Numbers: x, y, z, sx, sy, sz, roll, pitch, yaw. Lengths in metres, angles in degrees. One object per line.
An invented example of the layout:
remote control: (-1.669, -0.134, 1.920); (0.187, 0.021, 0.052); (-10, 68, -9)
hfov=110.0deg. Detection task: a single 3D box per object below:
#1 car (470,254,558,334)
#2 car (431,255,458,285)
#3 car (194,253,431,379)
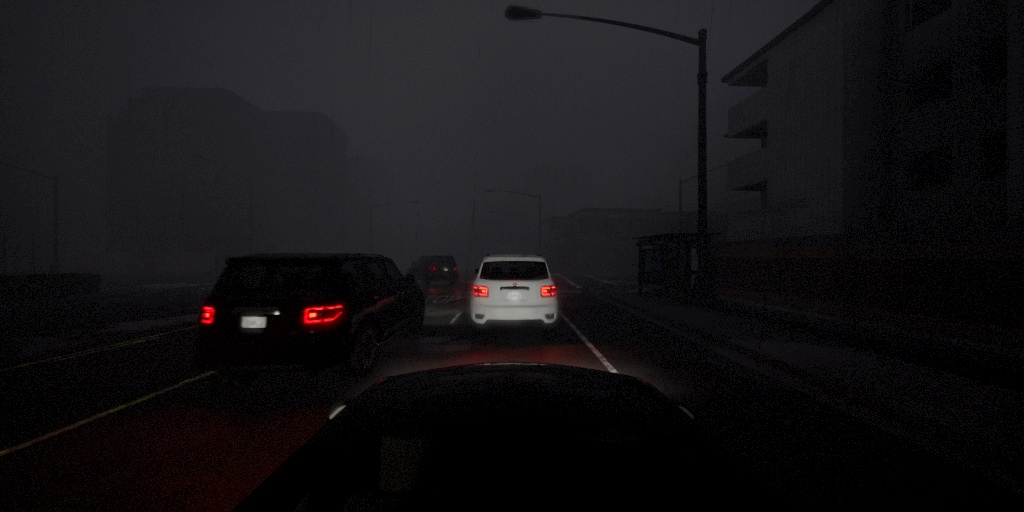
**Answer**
car: (0.026, 0.972, 10.756); (2.150, 2.045, 5.566); (0, 0, -1)
car: (-5.736, 0.989, 25.602); (2.150, 2.045, 5.566); (2, -1, -32)
car: (-3.432, 0.972, 7.433); (2.150, 2.045, 5.566); (0, 0, 0)
